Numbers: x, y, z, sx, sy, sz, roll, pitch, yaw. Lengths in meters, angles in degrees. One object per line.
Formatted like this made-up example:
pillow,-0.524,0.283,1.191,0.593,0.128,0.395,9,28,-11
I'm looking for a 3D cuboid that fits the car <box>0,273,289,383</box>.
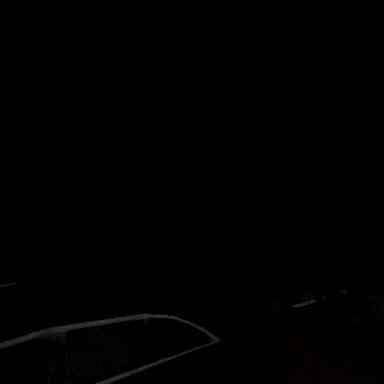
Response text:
car,-1.407,1.490,2.336,4.902,1.511,2.128,0,0,-35
